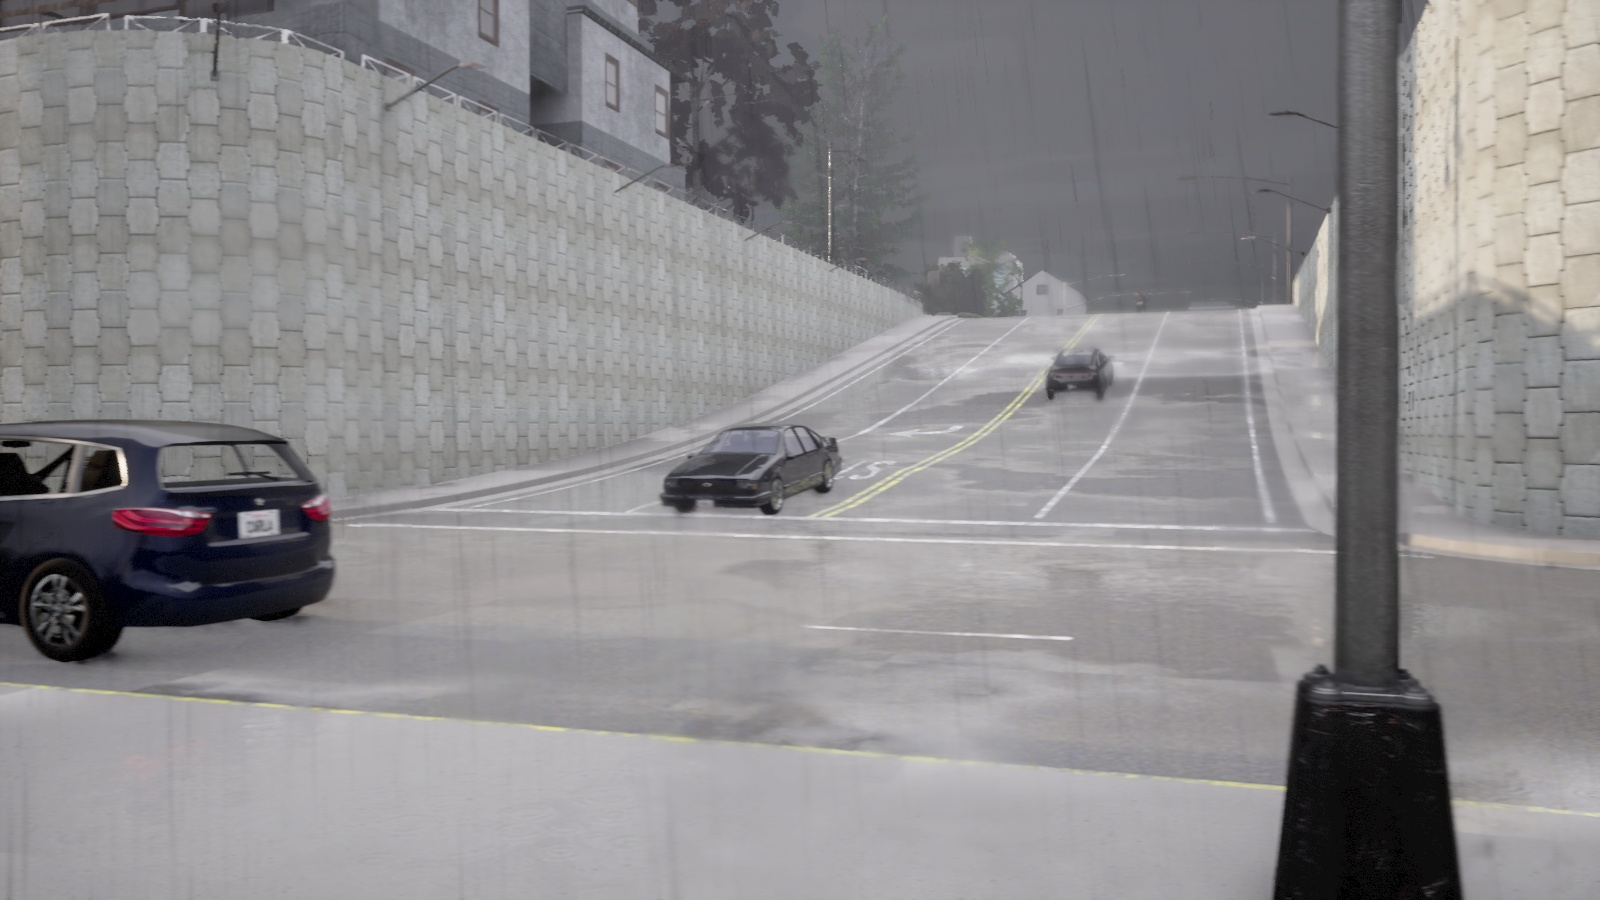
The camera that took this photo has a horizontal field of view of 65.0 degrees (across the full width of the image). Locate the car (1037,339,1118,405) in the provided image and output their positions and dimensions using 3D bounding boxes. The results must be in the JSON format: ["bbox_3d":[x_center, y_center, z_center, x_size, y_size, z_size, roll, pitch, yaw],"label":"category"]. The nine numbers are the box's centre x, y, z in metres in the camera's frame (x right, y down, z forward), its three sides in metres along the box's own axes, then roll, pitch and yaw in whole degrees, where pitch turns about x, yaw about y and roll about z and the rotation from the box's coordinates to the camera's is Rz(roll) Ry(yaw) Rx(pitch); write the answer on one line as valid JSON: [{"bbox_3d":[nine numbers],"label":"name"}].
[{"bbox_3d":[9.368,-2.661,42.110,2.128,1.511,4.902,1,12,19],"label":"car"}]

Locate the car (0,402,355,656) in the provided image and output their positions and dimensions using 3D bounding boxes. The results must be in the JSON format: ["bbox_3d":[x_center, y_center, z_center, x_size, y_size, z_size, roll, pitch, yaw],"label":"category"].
[{"bbox_3d":[-6.212,0.482,10.027,4.611,1.667,2.242,1,1,19],"label":"car"}]

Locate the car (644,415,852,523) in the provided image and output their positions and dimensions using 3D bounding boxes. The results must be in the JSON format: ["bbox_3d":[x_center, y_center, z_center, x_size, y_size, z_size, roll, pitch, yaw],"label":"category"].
[{"bbox_3d":[-0.777,0.231,23.195,2.033,1.411,5.357,1,5,19],"label":"car"}]
